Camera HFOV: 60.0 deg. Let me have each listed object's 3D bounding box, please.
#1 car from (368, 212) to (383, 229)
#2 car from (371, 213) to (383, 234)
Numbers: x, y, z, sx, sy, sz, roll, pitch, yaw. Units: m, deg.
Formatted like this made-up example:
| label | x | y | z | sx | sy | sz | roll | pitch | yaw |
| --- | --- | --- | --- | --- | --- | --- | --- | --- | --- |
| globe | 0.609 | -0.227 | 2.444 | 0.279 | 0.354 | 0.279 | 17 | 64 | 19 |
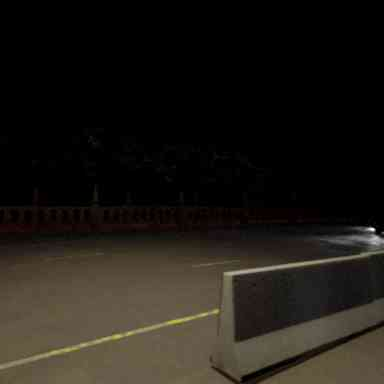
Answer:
| label | x | y | z | sx | sy | sz | roll | pitch | yaw |
| --- | --- | --- | --- | --- | --- | --- | --- | --- | --- |
| car | 17.750 | 2.483 | 29.546 | 4.181 | 1.385 | 1.994 | 2 | -1 | -35 |
| car | 14.437 | 2.297 | 22.890 | 4.718 | 1.301 | 1.895 | 2 | -1 | -35 |
